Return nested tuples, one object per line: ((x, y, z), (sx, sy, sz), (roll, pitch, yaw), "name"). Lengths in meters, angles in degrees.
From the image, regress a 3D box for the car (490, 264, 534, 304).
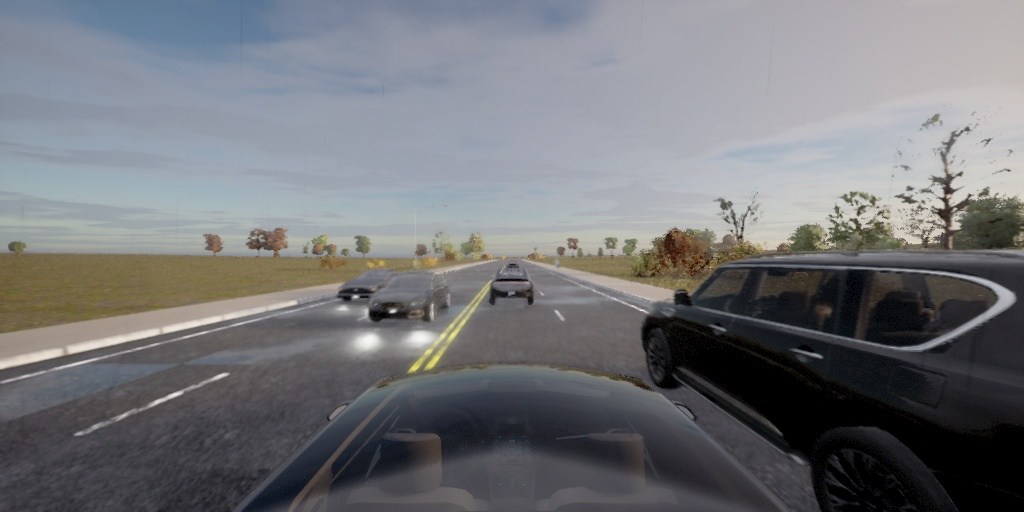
((-0.008, 1.290, 16.742), (2.128, 1.511, 4.902), (0, 0, 0), "car")

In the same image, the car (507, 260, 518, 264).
((0.107, 1.398, 47.856), (1.837, 1.490, 4.892), (0, 0, 0), "car")

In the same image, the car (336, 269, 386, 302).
((-6.571, 1.349, 17.743), (2.033, 1.411, 5.357), (0, 0, 0), "car")

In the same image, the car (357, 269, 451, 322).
((-3.338, 1.289, 12.492), (1.837, 1.490, 4.892), (0, 0, 0), "car")

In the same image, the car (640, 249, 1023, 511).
((3.251, 0.978, 3.753), (2.150, 2.045, 5.566), (0, 0, 0), "car")
